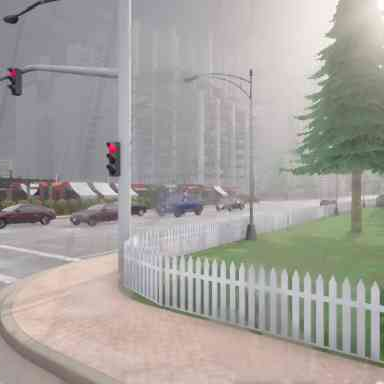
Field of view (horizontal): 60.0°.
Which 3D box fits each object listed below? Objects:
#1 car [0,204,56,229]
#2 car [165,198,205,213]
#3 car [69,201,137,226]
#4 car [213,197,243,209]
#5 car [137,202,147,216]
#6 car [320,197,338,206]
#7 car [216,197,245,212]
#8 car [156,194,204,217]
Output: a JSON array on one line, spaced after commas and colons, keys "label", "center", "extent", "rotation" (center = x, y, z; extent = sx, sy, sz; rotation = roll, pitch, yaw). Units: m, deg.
[{"label": "car", "center": [-11.448, 1.526, 22.197], "extent": [1.812, 1.442, 4.674], "rotation": [0, 0, 36]}, {"label": "car", "center": [-0.683, 1.492, 38.154], "extent": [2.128, 1.511, 4.902], "rotation": [0, 0, 34]}, {"label": "car", "center": [-6.332, 1.526, 23.486], "extent": [1.812, 1.442, 4.674], "rotation": [0, 0, 34]}, {"label": "car", "center": [5.132, 1.492, 46.721], "extent": [2.128, 1.511, 4.902], "rotation": [0, 0, 34]}, {"label": "car", "center": [-6.227, 1.478, 29.942], "extent": [1.882, 1.535, 5.008], "rotation": [0, 0, 34]}, {"label": "car", "center": [21.054, 1.526, 51.286], "extent": [1.812, 1.442, 4.674], "rotation": [0, 0, 34]}, {"label": "car", "center": [4.616, 1.492, 39.743], "extent": [2.128, 1.511, 4.902], "rotation": [0, 0, 34]}, {"label": "car", "center": [-1.021, 1.221, 31.405], "extent": [2.150, 2.045, 5.566], "rotation": [0, 0, 34]}]
